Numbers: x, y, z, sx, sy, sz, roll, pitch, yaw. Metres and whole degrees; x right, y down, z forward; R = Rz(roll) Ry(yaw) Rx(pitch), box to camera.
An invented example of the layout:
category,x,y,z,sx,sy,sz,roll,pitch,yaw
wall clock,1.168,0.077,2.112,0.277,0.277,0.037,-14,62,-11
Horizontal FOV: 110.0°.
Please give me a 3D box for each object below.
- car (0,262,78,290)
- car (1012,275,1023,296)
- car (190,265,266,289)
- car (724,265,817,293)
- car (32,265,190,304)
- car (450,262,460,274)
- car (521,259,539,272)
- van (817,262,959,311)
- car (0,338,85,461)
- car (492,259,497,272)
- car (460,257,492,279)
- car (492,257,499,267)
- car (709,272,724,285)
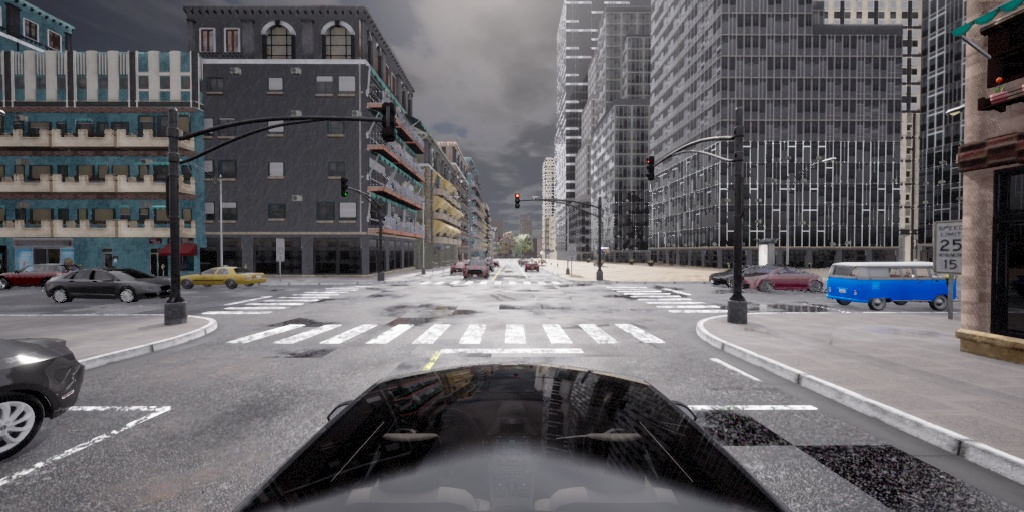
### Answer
category,x,y,z,sx,sy,sz,roll,pitch,yaw
car,-28.843,1.189,22.081,4.097,1.591,1.967,0,0,0
car,26.207,1.241,16.551,4.674,1.442,1.812,0,1,0
car,-17.945,1.246,22.134,4.829,1.417,1.751,0,0,0
car,14.479,1.253,19.688,4.181,1.385,1.994,0,1,0
car,-18.047,1.312,16.330,4.892,1.490,1.837,0,1,0
car,-5.811,1.289,40.256,1.888,1.381,4.507,0,0,0
car,2.518,1.289,45.989,1.888,1.381,4.507,0,0,0
van,14.653,1.116,13.910,3.998,1.789,1.690,0,0,0
car,-5.690,1.300,2.190,2.007,1.370,4.403,0,0,0
car,-3.231,1.345,44.700,1.895,1.301,4.718,0,0,0
car,-3.171,1.097,32.539,2.097,1.767,4.553,0,0,-1
car,-3.239,1.347,64.045,1.895,1.301,4.718,0,0,0
car,14.613,1.215,22.290,4.313,1.339,1.948,0,0,0
